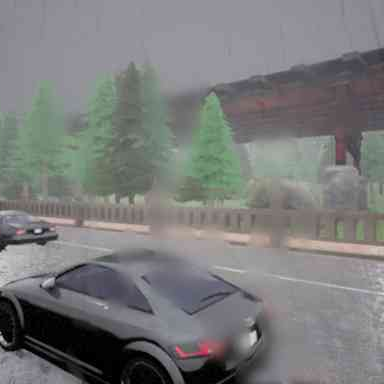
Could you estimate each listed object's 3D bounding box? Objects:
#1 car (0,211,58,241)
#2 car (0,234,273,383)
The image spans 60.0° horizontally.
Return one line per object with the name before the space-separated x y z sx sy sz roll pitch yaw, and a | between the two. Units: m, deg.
car | -7.752 1.484 13.811 5.357 1.411 2.033 0 0 36
car | -1.021 1.548 4.721 4.181 1.385 1.994 0 0 36
